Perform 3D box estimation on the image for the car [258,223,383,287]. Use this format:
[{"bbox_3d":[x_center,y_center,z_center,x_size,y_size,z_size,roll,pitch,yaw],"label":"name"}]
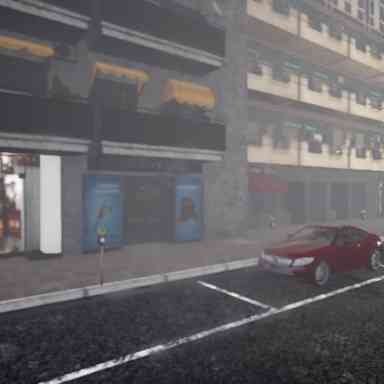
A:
[{"bbox_3d":[3.692,1.551,9.189,4.206,1.307,1.802,0,0,-35],"label":"car"}]
